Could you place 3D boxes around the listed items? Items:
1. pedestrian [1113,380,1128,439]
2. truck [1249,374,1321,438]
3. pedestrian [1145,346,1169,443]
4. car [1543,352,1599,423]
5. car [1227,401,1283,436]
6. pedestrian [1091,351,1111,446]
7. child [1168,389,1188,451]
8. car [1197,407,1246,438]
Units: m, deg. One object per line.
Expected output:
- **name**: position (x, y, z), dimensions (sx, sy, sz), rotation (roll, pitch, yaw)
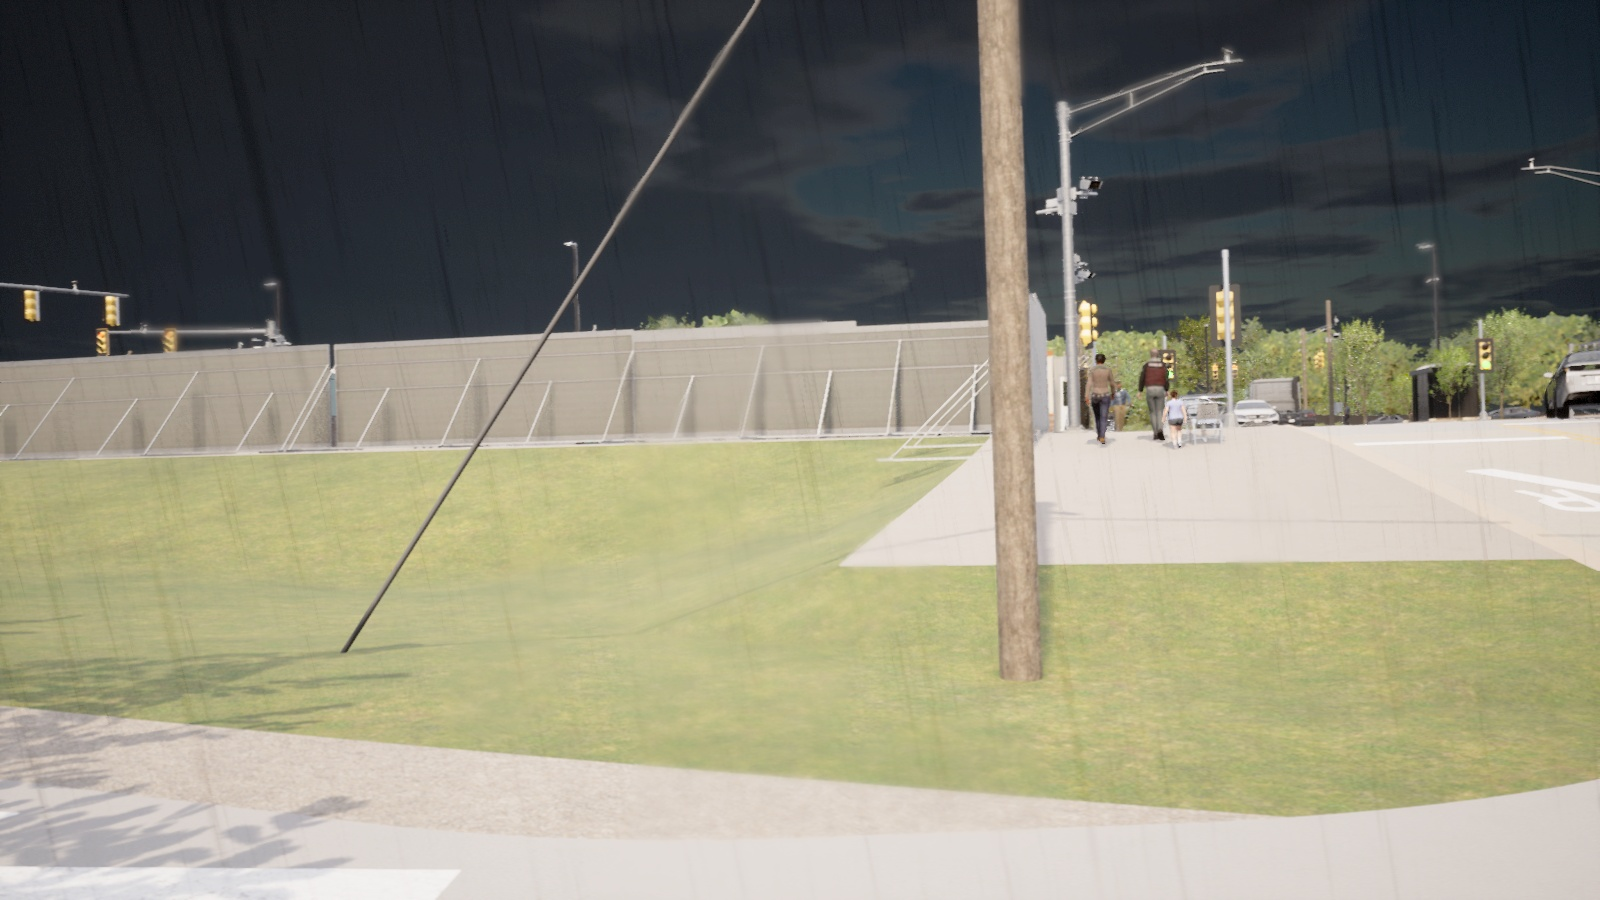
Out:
- **pedestrian**: position (10.834, -1.364, 42.416), dimensions (0.423, 1.949, 0.788), rotation (-2, 0, 16)
- **truck**: position (28.480, -2.490, 74.043), dimensions (2.891, 3.462, 7.936), rotation (-2, 0, 13)
- **pedestrian**: position (7.007, -1.074, 24.662), dimensions (0.376, 1.854, 0.720), rotation (-2, 0, 14)
- **car**: position (18.601, -1.435, 29.281), dimensions (2.007, 1.525, 4.514), rotation (-2, 1, 29)
- **car**: position (20.315, -1.376, 56.249), dimensions (1.812, 1.442, 4.674), rotation (-2, 0, 14)
- **pedestrian**: position (5.858, -0.990, 24.395), dimensions (0.328, 1.805, 0.869), rotation (-2, 0, 14)
- **child**: position (6.866, -0.541, 22.813), dimensions (0.255, 1.110, 0.394), rotation (-2, 0, 4)
- **car**: position (24.210, -1.557, 72.207), dimensions (2.242, 1.667, 4.611), rotation (-2, 0, 14)
